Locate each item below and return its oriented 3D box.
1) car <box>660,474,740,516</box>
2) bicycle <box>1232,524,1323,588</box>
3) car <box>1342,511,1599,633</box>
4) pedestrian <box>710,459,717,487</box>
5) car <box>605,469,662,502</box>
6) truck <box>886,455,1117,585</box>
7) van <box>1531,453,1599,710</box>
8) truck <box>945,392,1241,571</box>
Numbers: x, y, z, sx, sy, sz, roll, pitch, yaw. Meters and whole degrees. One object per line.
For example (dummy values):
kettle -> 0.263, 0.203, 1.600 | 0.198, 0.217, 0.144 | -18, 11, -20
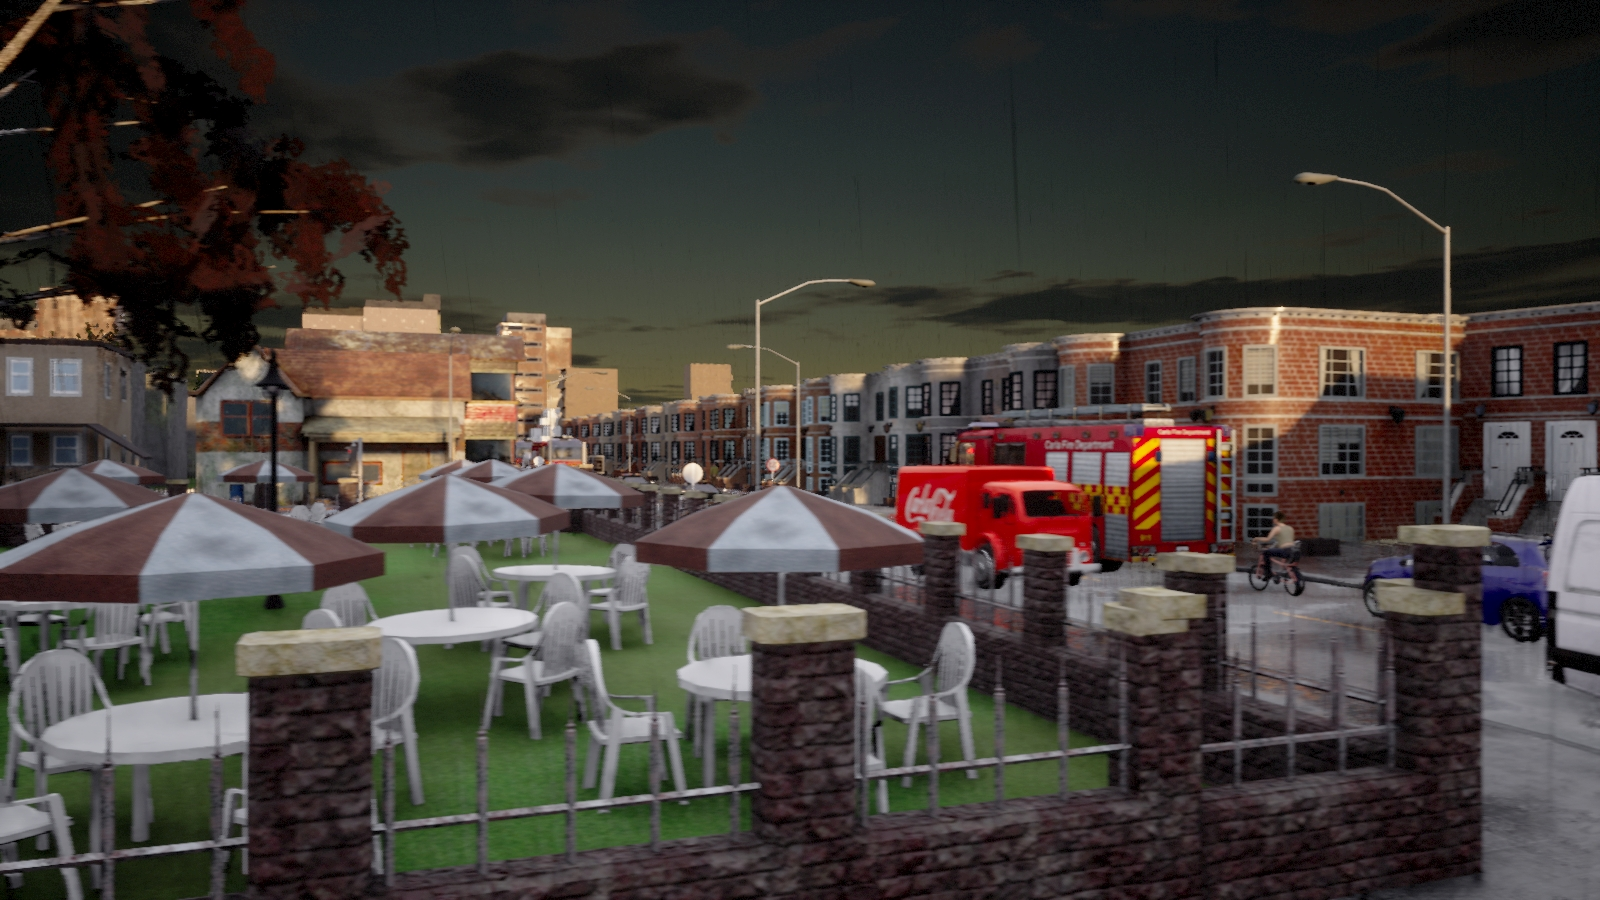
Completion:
car -> -4.198, 1.814, 47.237 | 2.038, 1.542, 4.974 | 0, -1, -20
bicycle -> 9.263, 2.037, 22.226 | 0.859, 1.080, 1.487 | 0, 0, -19
car -> 10.732, 1.821, 18.085 | 1.845, 1.501, 3.633 | 0, 0, -20
pedestrian -> -5.810, 1.511, 76.621 | 0.375, 1.860, 0.375 | 0, 0, -26
car -> -8.689, 1.804, 59.261 | 2.038, 1.542, 4.974 | 0, 0, -19
truck -> 4.146, 1.348, 24.625 | 2.627, 2.467, 5.204 | 0, 0, -20
van -> 9.494, 1.319, 9.525 | 1.988, 2.561, 5.915 | 1, 0, -15
truck -> 6.933, 0.669, 28.774 | 2.891, 3.827, 8.468 | 0, 0, -21
